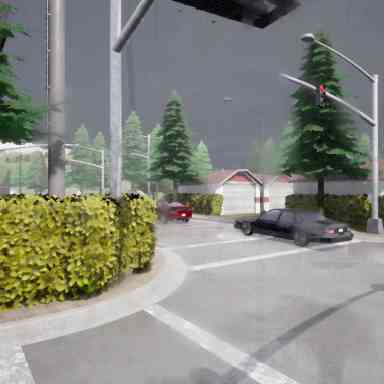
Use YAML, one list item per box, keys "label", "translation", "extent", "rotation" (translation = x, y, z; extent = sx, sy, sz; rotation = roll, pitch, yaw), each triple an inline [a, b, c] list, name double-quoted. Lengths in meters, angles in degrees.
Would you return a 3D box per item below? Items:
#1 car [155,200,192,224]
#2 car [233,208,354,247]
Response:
- label: "car"
  translation: [-1.956, 1.306, 23.366]
  extent: [1.882, 1.535, 5.008]
  rotation: [-1, 1, -35]
- label: "car"
  translation: [4.238, 1.422, 14.771]
  extent: [2.033, 1.411, 5.357]
  rotation: [0, 2, -35]
